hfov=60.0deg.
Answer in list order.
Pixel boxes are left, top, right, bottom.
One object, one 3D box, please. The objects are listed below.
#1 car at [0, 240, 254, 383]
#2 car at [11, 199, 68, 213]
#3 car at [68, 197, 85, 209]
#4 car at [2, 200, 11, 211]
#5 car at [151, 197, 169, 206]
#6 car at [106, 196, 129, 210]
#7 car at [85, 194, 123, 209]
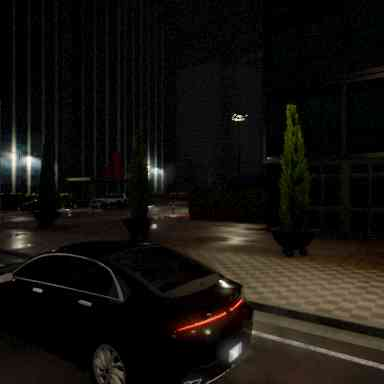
[{"bbox_3d":[-1.492,1.507,5.067,4.892,1.490,1.837,0,0,36],"label":"car"},{"bbox_3d":[-17.077,1.505,37.452,2.128,1.511,4.902,0,0,35],"label":"car"},{"bbox_3d":[-15.379,1.520,45.959,1.837,1.490,4.892,0,0,35],"label":"car"},{"bbox_3d":[-21.025,1.562,37.913,2.033,1.411,5.357,0,0,35],"label":"car"},{"bbox_3d":[-5.562,1.578,53.829,1.994,1.385,4.181,0,0,35],"label":"car"},{"bbox_3d":[-8.366,1.613,43.419,1.895,1.301,4.718,0,0,35],"label":"car"},{"bbox_3d":[-11.361,1.235,45.591,2.150,2.045,5.566,0,0,35],"label":"car"}]
